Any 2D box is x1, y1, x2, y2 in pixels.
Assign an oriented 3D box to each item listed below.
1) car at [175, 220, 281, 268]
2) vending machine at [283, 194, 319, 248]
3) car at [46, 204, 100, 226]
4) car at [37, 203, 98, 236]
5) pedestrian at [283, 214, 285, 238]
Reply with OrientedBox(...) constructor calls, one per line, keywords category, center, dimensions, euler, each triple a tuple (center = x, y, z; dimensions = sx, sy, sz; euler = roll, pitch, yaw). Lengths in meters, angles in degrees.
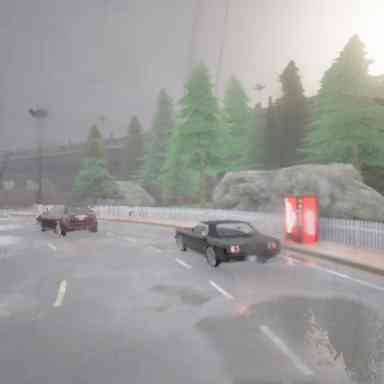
OrientedBox(category="car", center=(0.928, 1.600, 11.460), dimensions=(1.895, 1.301, 4.718), euler=(-1, 0, -21))
OrientedBox(category="vending machine", center=(4.501, 1.151, 13.750), dimensions=(1.100, 2.100, 0.880), euler=(-1, 0, -23))
OrientedBox(category="car", center=(-9.133, 1.666, 25.323), dimensions=(4.674, 1.442, 1.812), euler=(-1, 0, 41))
OrientedBox(category="car", center=(-7.444, 1.490, 19.610), dimensions=(2.097, 1.767, 4.553), euler=(-1, 0, -43))
OrientedBox(category="pedestrian", center=(4.178, 1.447, 14.482), dimensions=(0.500, 1.100, 0.500), euler=(-1, 0, -24))
